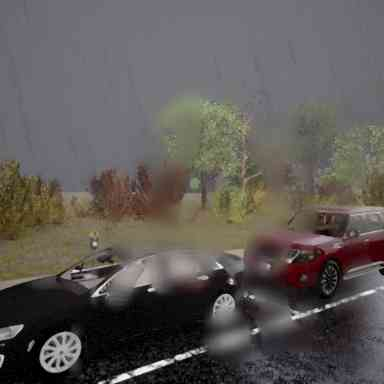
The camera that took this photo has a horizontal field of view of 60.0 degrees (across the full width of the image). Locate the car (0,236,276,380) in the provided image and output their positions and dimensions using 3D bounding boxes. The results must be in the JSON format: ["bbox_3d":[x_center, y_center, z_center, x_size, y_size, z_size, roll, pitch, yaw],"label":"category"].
[{"bbox_3d":[-0.952,1.551,5.406,4.403,1.369,2.008,0,1,-35],"label":"car"}]

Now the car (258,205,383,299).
[{"bbox_3d":[3.657,1.316,8.679,5.009,1.841,2.192,0,1,-35],"label":"car"}]
